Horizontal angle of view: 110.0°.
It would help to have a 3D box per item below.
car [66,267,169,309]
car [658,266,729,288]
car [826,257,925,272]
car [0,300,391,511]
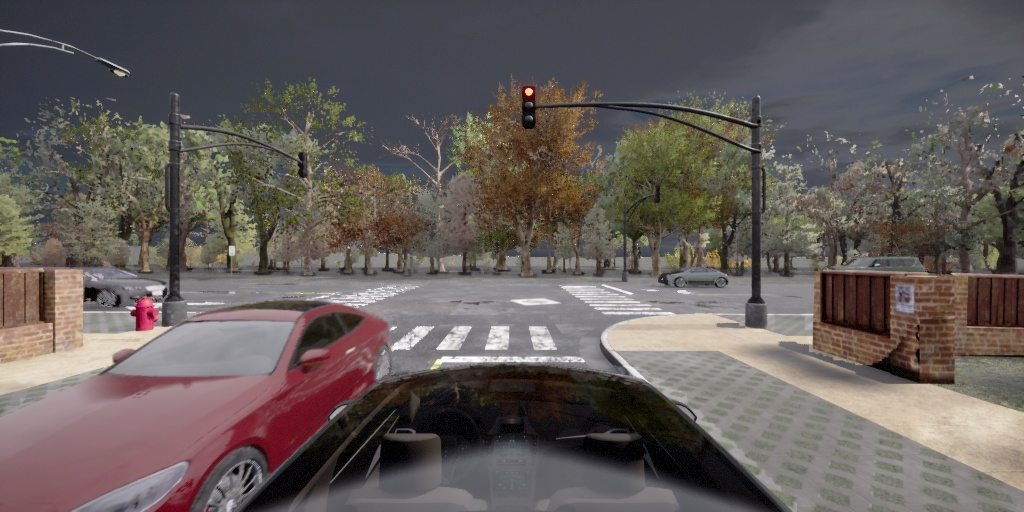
[{"bbox_3d":[-16.275,1.178,13.974,4.902,1.511,2.128,0,0,0],"label":"car"},{"bbox_3d":[12.035,1.368,23.951,4.181,1.385,1.994,0,0,0],"label":"car"},{"bbox_3d":[24.091,1.065,23.960,5.566,2.045,2.150,0,0,0],"label":"car"},{"bbox_3d":[-2.755,1.276,3.921,1.812,1.442,4.674,0,0,-1],"label":"car"}]
